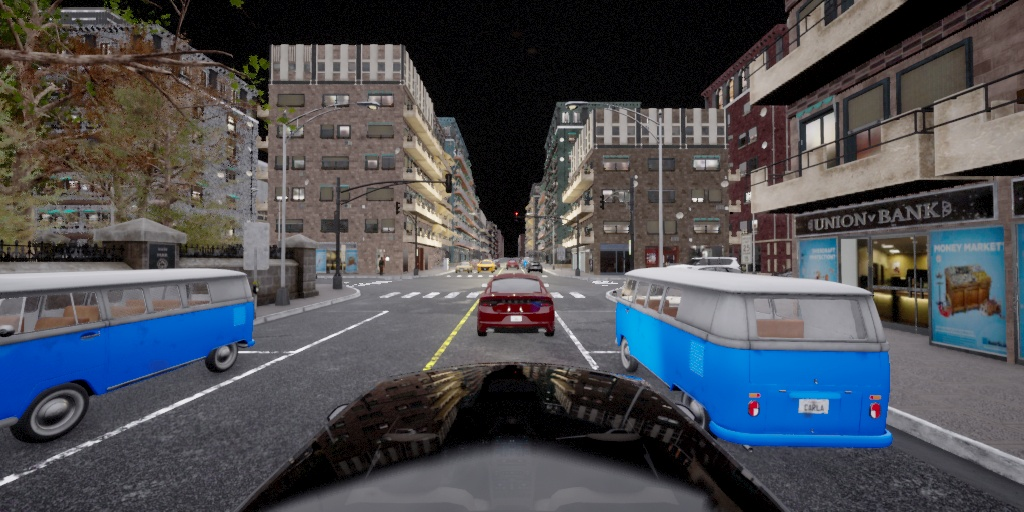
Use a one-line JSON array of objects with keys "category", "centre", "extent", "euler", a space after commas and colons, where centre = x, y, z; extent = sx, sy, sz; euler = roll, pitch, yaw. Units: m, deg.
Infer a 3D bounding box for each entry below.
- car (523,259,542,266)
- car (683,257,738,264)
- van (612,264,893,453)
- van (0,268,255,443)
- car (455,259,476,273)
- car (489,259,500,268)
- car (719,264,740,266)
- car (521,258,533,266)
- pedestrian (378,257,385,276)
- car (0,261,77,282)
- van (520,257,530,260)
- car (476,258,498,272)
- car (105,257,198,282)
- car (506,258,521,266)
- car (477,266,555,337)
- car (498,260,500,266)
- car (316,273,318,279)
[{"category": "car", "centre": [2.690, 1.331, 42.967], "extent": [1.948, 1.339, 4.313], "euler": [0, 0, 0]}, {"category": "car", "centre": [15.100, 1.102, 28.526], "extent": [5.566, 2.045, 2.150], "euler": [0, -1, 2]}, {"category": "van", "centre": [2.658, 1.092, 5.020], "extent": [1.690, 1.789, 3.998], "euler": [0, 0, 0]}, {"category": "van", "centre": [-5.656, 1.092, 5.021], "extent": [1.690, 1.789, 3.998], "euler": [0, 0, 0]}, {"category": "car", "centre": [-5.691, 1.291, 42.796], "extent": [1.751, 1.417, 4.829], "euler": [0, 0, 0]}, {"category": "car", "centre": [-3.063, 1.301, 63.758], "extent": [1.812, 1.442, 4.674], "euler": [0, 0, 0]}, {"category": "car", "centre": [13.533, 1.333, 22.755], "extent": [4.313, 1.339, 1.948], "euler": [0, 0, 1]}, {"category": "car", "centre": [2.690, 1.319, 48.609], "extent": [2.007, 1.370, 4.403], "euler": [0, 0, 0]}, {"category": "pedestrian", "centre": [-12.540, 0.969, 34.408], "extent": [0.375, 1.860, 0.375], "euler": [0, -1, 1]}, {"category": "car", "centre": [-35.359, 1.094, 25.944], "extent": [5.357, 1.411, 2.033], "euler": [0, -1, 1]}, {"category": "van", "centre": [2.689, 1.114, 59.894], "extent": [1.690, 1.789, 3.998], "euler": [0, 0, 0]}, {"category": "car", "centre": [-3.103, 1.244, 43.658], "extent": [1.882, 1.535, 5.008], "euler": [0, 0, 0]}, {"category": "car", "centre": [-25.832, 0.950, 25.827], "extent": [4.553, 1.767, 2.097], "euler": [0, -1, 1]}, {"category": "car", "centre": [0.094, 1.298, 56.722], "extent": [1.812, 1.442, 4.674], "euler": [0, 0, 0]}, {"category": "car", "centre": [0.098, 1.231, 10.381], "extent": [1.882, 1.535, 5.008], "euler": [0, 0, 0]}, {"category": "car", "centre": [-3.098, 1.318, 53.619], "extent": [2.033, 1.411, 5.357], "euler": [0, 0, 0]}, {"category": "car", "centre": [-16.606, 1.140, 25.714], "extent": [4.902, 1.511, 2.128], "euler": [0, -1, 1]}]
